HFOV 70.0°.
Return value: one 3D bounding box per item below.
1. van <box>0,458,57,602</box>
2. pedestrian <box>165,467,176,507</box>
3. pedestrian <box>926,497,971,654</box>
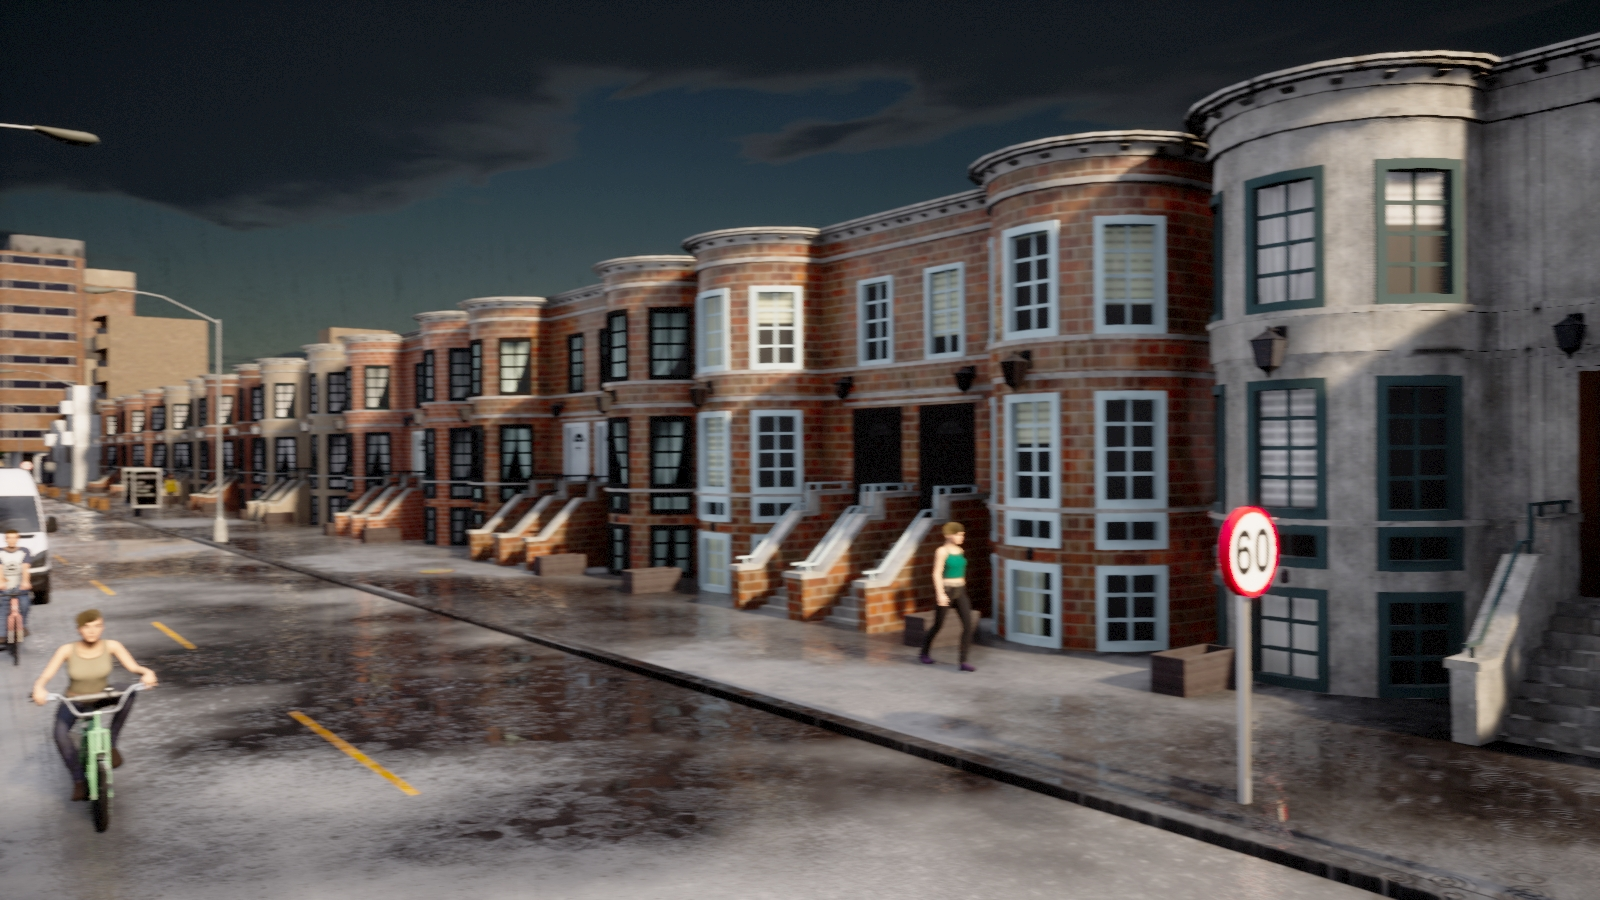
[{"bbox_3d":[-16.181,1.443,22.578,1.988,2.561,5.915,0,0,-38],"label":"van"},{"bbox_3d":[-30.080,1.765,54.626,0.375,1.860,0.375,0,0,-41],"label":"pedestrian"},{"bbox_3d":[1.804,1.514,13.929,0.375,1.860,0.375,0,0,-35],"label":"pedestrian"}]
